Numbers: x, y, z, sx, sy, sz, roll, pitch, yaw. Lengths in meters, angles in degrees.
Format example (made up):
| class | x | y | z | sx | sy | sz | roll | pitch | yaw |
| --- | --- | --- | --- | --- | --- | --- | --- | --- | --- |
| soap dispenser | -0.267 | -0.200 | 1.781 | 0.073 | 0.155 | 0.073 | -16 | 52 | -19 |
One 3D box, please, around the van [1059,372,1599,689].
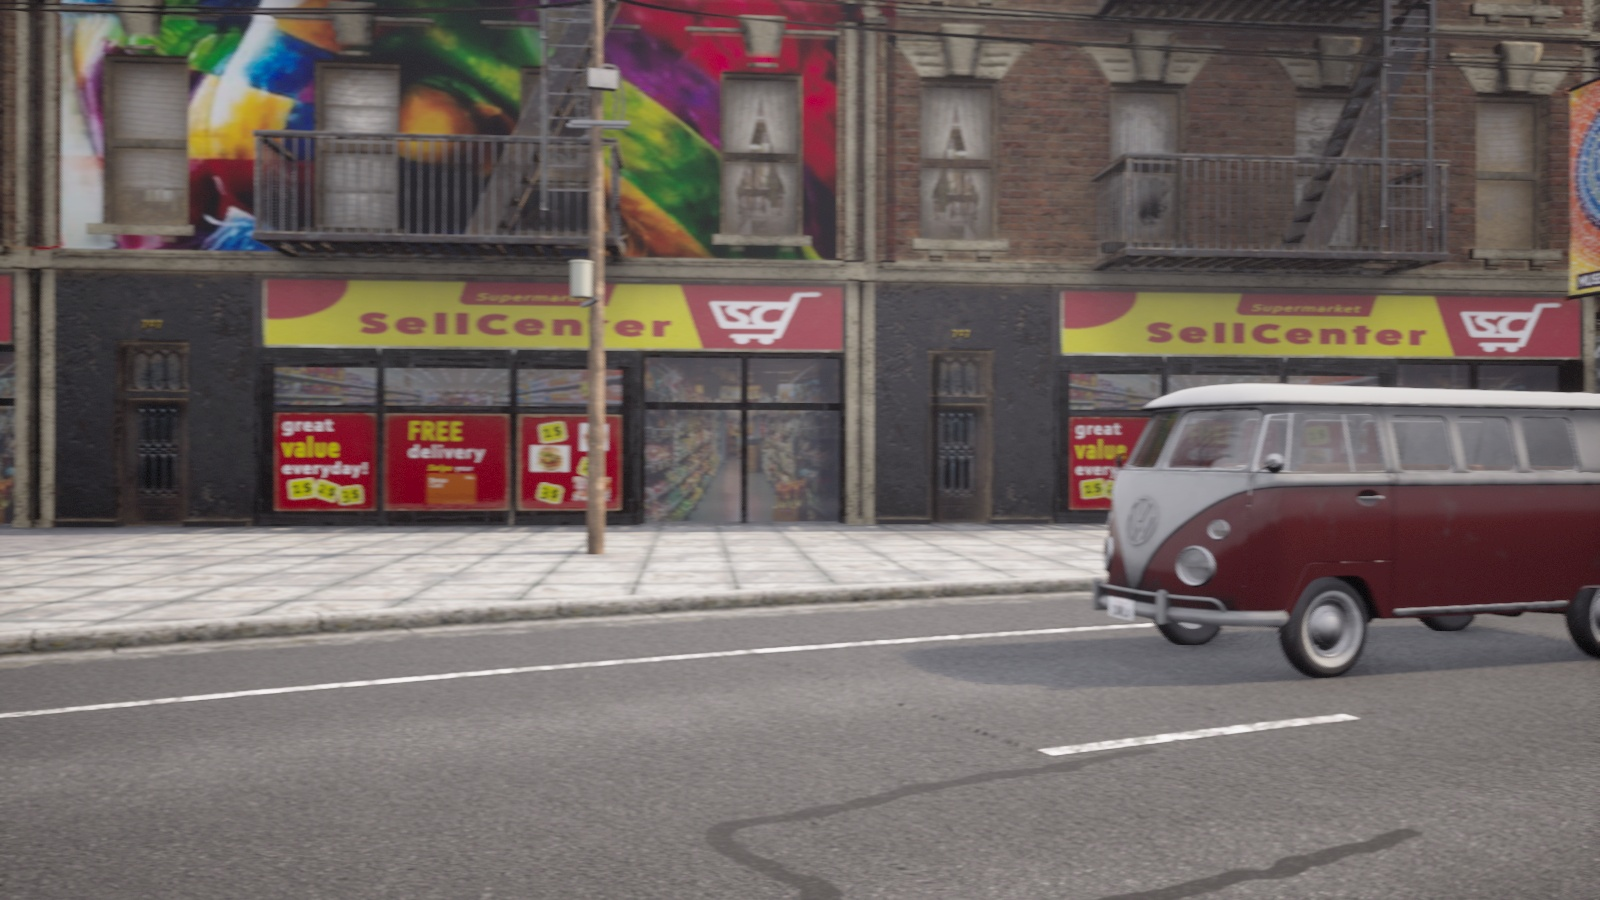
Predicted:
| class | x | y | z | sx | sy | sz | roll | pitch | yaw |
| --- | --- | --- | --- | --- | --- | --- | --- | --- | --- |
| van | 4.357 | 0.505 | 9.415 | 4.442 | 1.987 | 1.775 | 0 | 0 | -19 |
